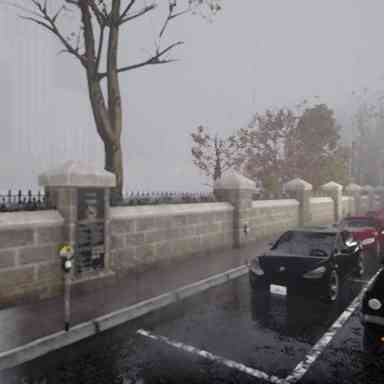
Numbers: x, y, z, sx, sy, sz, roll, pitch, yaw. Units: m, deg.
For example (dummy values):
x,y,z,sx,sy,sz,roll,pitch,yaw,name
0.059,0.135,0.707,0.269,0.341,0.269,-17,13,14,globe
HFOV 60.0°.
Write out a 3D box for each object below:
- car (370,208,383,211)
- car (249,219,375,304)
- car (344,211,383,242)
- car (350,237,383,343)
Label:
x,y,z,sx,sy,sz,roll,pitch,yaw,name
9.893,1.544,17.259,1.887,1.381,4.507,0,0,38,car
3.038,1.565,8.327,1.947,1.339,4.313,0,0,38,car
6.466,1.580,12.794,1.802,1.307,4.206,0,0,38,car
4.343,1.600,5.770,1.895,1.301,4.718,0,0,37,car
